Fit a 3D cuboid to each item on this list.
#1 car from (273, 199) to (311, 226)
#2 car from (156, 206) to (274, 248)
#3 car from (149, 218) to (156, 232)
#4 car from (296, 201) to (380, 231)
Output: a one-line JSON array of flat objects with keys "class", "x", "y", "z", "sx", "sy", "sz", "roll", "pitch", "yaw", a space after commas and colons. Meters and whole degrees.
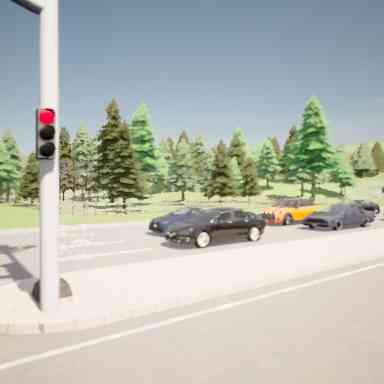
[{"class": "car", "x": 6.701, "y": 1.284, "z": 22.891, "sx": 4.553, "sy": 1.767, "sz": 2.097, "roll": 0, "pitch": 0, "yaw": -35}, {"class": "car", "x": 1.129, "y": 1.471, "z": 14.624, "sx": 4.892, "sy": 1.490, "sz": 1.837, "roll": 0, "pitch": 0, "yaw": -36}, {"class": "car", "x": -0.221, "y": 1.527, "z": 17.947, "sx": 4.181, "sy": 1.385, "sz": 1.994, "roll": 0, "pitch": 0, "yaw": -35}, {"class": "car", "x": 9.058, "y": 1.479, "z": 20.279, "sx": 5.357, "sy": 1.411, "sz": 2.033, "roll": 0, "pitch": 0, "yaw": -36}]
